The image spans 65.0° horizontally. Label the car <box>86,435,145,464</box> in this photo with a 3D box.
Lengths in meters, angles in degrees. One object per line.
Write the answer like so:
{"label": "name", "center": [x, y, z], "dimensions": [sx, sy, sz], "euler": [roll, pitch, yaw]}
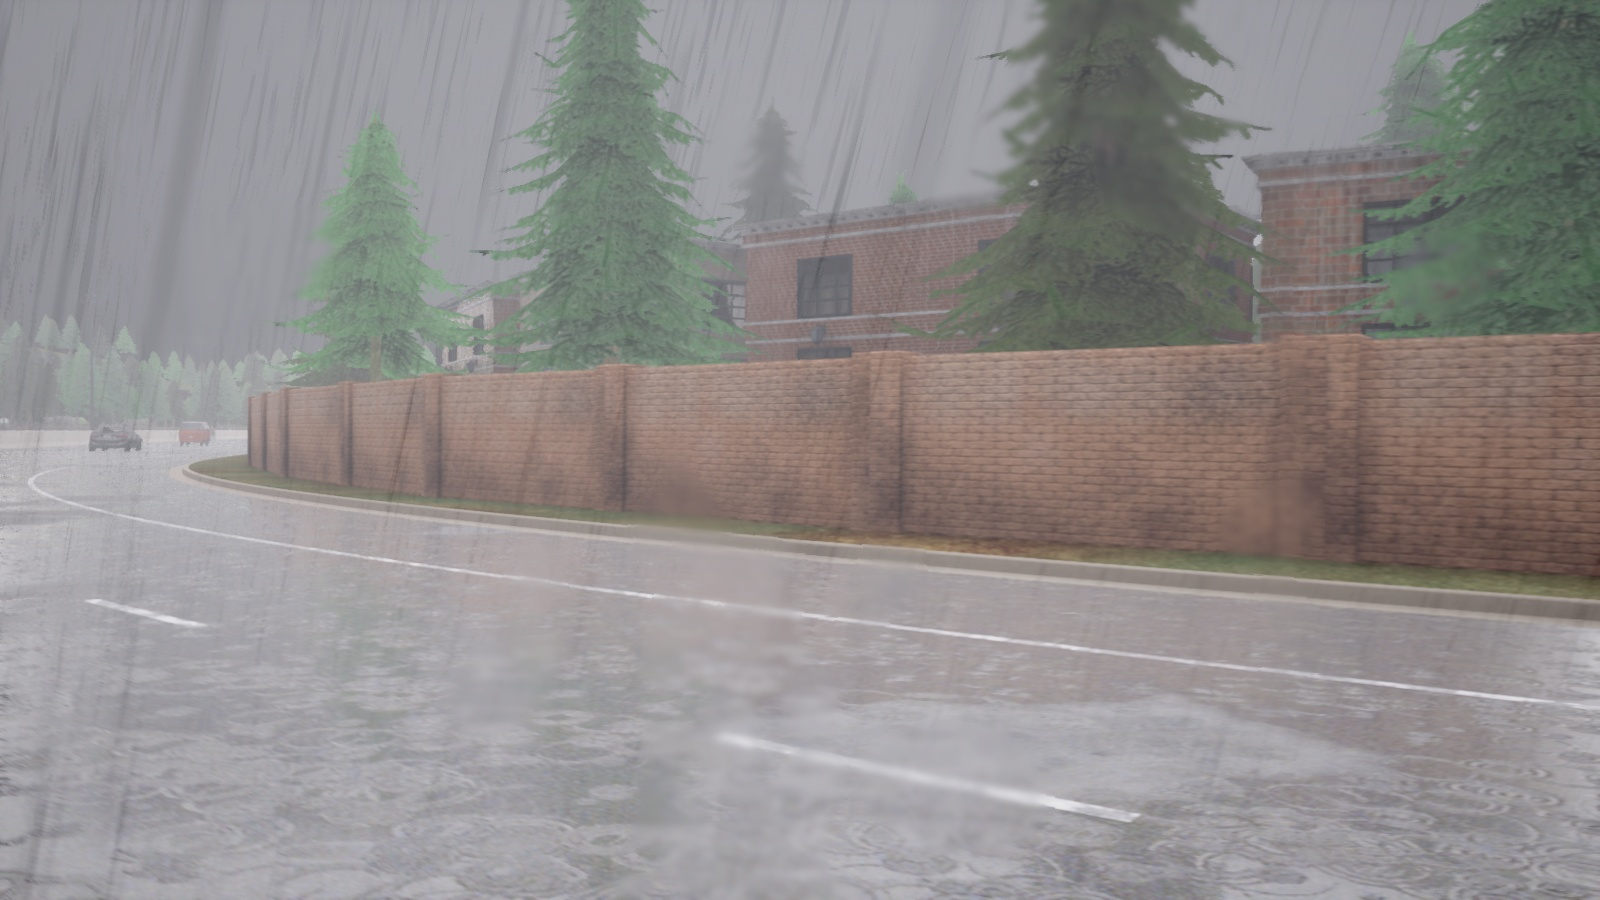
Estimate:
{"label": "car", "center": [-41.692, -0.071, 76.583], "dimensions": [2.242, 1.667, 4.611], "euler": [-1, 1, -16]}
